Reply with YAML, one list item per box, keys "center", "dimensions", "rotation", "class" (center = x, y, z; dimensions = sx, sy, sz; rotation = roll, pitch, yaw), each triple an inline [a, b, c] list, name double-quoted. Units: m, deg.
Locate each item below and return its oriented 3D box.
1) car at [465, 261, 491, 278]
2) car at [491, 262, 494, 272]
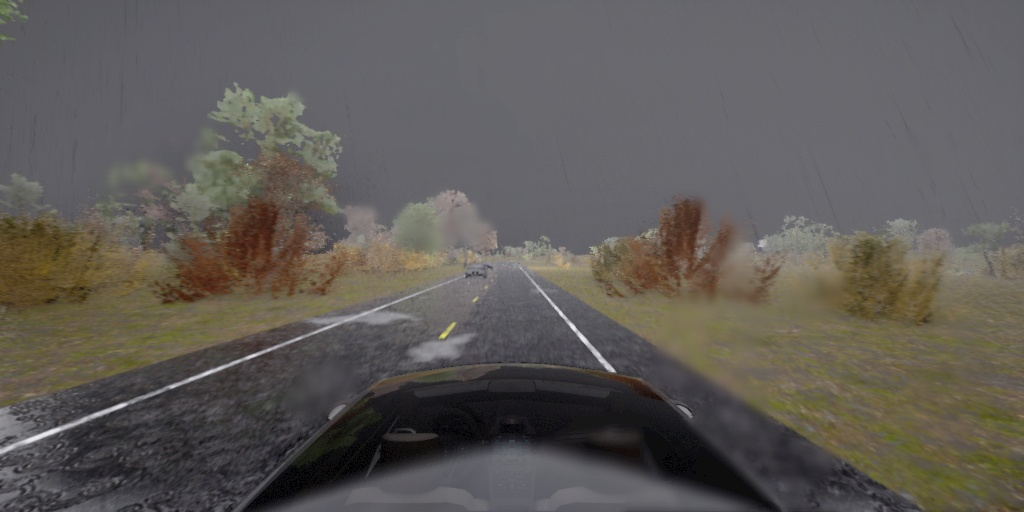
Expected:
- center: [-3.487, 1.497, 36.101]
  dimensions: [1.994, 1.385, 4.181]
  rotation: [0, 0, 0]
  class: "car"
- center: [-3.482, 1.404, 49.871]
  dimensions: [1.895, 1.301, 4.718]
  rotation: [0, 0, 0]
  class: "car"
